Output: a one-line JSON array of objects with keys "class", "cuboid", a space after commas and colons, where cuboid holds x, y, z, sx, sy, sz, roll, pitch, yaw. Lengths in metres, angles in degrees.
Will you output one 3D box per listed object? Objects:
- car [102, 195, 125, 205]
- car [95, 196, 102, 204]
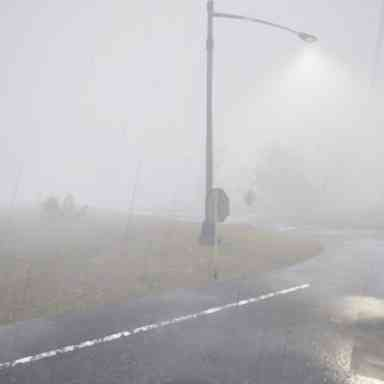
[{"class": "car", "cuboid": [-13.074, 1.257, 56.204, 2.097, 1.767, 4.553, 0, 0, -33]}, {"class": "car", "cuboid": [-16.309, 1.386, 60.938, 2.128, 1.511, 4.902, 0, 0, -34]}]
